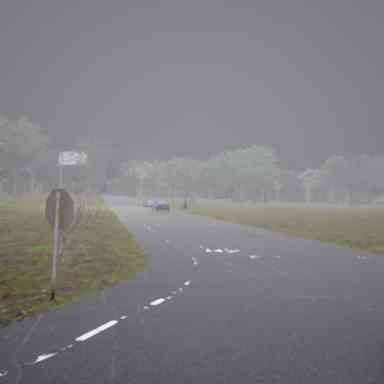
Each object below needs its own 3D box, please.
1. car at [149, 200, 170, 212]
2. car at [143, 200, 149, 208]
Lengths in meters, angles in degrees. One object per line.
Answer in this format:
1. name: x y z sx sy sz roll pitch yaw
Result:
1. car: -4.436 1.970 47.283 1.882 1.535 5.008 3 -1 -16
2. car: -7.257 2.043 57.313 2.033 1.411 5.357 3 -1 -16
